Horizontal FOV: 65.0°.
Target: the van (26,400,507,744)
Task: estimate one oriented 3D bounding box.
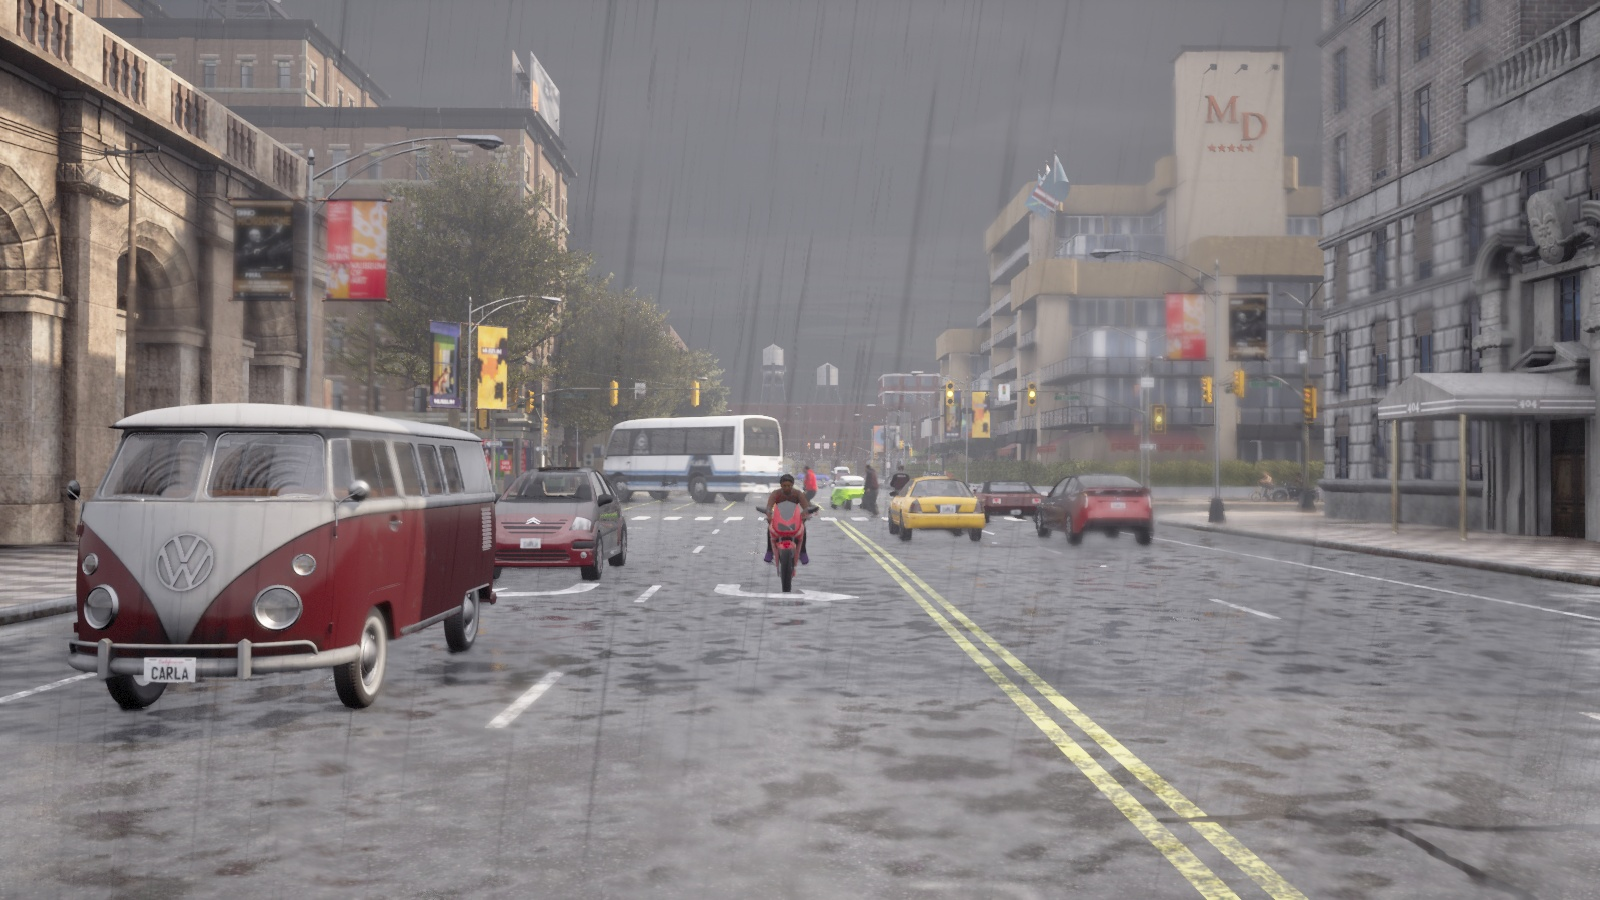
[{"bbox_3d":[-3.607,0.741,9.502,1.775,1.987,4.442,0,-1,-1],"label":"van"}]

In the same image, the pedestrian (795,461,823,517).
[{"bbox_3d":[0.301,1.306,41.717,0.899,1.844,0.634,0,-1,4],"label":"pedestrian"}]

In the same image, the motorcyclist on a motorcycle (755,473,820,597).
[{"bbox_3d":[-0.165,1.076,16.641,0.797,1.523,2.044,0,-1,0],"label":"motorcyclist on a motorcycle"}]

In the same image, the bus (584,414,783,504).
[{"bbox_3d":[-6.097,0.536,64.122,10.273,4.253,3.944,-1,-2,39],"label":"bus"}]

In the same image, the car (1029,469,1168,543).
[{"bbox_3d":[6.674,1.213,28.578,2.007,1.525,4.514,0,-1,-1],"label":"car"}]

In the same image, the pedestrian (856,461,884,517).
[{"bbox_3d":[2.325,1.293,41.819,0.899,1.844,0.634,0,-1,3],"label":"pedestrian"}]

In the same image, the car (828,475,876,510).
[{"bbox_3d":[2.109,1.726,51.638,1.481,1.376,2.207,0,-1,-12],"label":"car"}]

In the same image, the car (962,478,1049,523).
[{"bbox_3d":[6.457,1.559,39.988,1.895,1.301,4.718,0,-1,-1],"label":"car"}]

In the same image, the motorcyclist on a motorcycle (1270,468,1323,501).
[{"bbox_3d":[24.891,1.721,62.998,2.350,1.649,0.766,0,-1,-1],"label":"motorcyclist on a motorcycle"}]

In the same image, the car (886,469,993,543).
[{"bbox_3d":[3.157,1.235,29.452,1.801,1.575,5.366,0,-1,-1],"label":"car"}]

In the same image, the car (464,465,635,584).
[{"bbox_3d":[-3.690,1.049,19.162,1.851,1.617,3.988,0,-1,-1],"label":"car"}]
